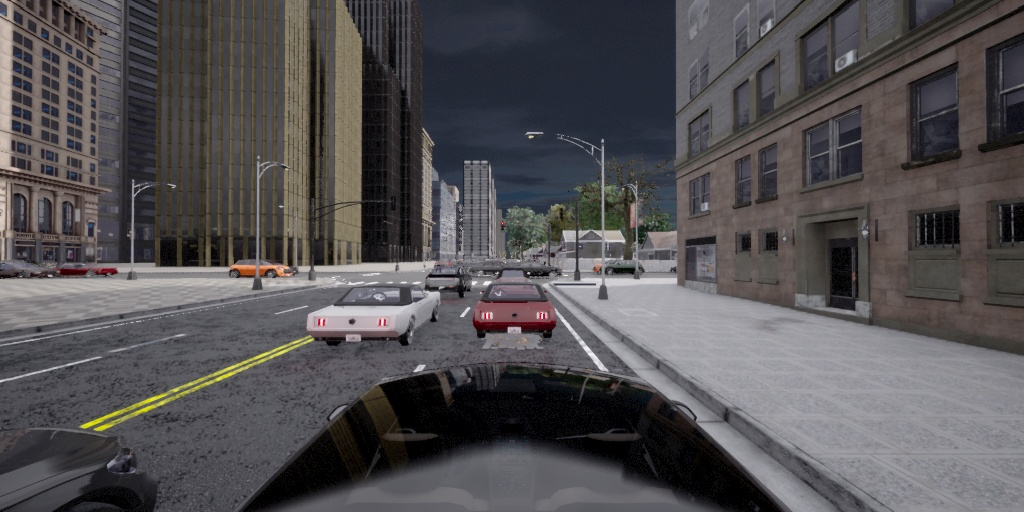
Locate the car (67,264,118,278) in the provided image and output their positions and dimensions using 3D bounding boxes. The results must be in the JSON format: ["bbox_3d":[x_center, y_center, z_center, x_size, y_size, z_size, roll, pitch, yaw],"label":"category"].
[{"bbox_3d":[-39.514,1.338,32.963,4.718,1.301,1.895,0,-1,-6],"label":"car"}]

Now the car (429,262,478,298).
[{"bbox_3d":[-3.198,1.243,18.652,2.128,1.511,4.902,0,0,0],"label":"car"}]

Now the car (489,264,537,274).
[{"bbox_3d":[0.049,1.316,18.875,1.994,1.385,4.181,0,0,0],"label":"car"}]

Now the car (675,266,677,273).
[{"bbox_3d":[20.462,1.264,37.889,4.902,1.511,2.128,0,-1,0],"label":"car"}]

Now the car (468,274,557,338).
[{"bbox_3d":[0.058,1.351,10.118,1.895,1.301,4.718,0,0,0],"label":"car"}]

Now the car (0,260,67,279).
[{"bbox_3d":[-41.034,1.252,29.554,5.357,1.411,2.033,0,-1,-6],"label":"car"}]

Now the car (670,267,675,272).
[{"bbox_3d":[21.099,1.353,41.137,5.357,1.411,2.033,0,-1,0],"label":"car"}]

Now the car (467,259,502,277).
[{"bbox_3d":[-1.545,1.240,34.530,4.892,1.490,1.837,0,-1,0],"label":"car"}]

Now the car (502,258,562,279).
[{"bbox_3d":[1.870,1.182,31.265,5.008,1.535,1.882,0,-1,0],"label":"car"}]

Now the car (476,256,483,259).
[{"bbox_3d":[-6.739,1.258,64.525,1.837,1.490,4.892,0,0,0],"label":"car"}]

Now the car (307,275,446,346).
[{"bbox_3d":[-3.176,1.352,9.398,1.895,1.301,4.718,0,0,0],"label":"car"}]

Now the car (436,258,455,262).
[{"bbox_3d":[-9.987,1.105,52.560,2.097,1.767,4.553,0,0,0],"label":"car"}]

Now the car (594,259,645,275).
[{"bbox_3d":[11.505,1.124,37.922,4.553,1.767,2.097,0,-1,0],"label":"car"}]

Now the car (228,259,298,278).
[{"bbox_3d":[-21.577,1.059,30.949,4.553,1.767,2.097,0,-1,-2],"label":"car"}]

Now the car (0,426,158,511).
[{"bbox_3d":[-3.142,1.275,0.256,1.812,1.442,4.674,0,0,0],"label":"car"}]

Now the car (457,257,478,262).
[{"bbox_3d":[-6.738,1.258,54.386,1.837,1.490,4.892,0,0,0],"label":"car"}]
